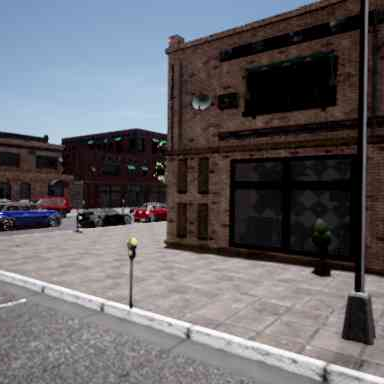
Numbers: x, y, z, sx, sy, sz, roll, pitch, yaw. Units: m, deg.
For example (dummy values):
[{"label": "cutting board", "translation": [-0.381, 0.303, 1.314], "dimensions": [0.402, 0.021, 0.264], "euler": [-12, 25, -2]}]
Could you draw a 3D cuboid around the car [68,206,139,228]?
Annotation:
[{"label": "car", "translation": [-6.331, 1.797, 24.225], "dimensions": [1.947, 1.339, 4.313], "euler": [0, 0, 36]}]

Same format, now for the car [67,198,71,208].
[{"label": "car", "translation": [-13.093, 1.414, 29.169], "dimensions": [2.192, 1.841, 5.009], "euler": [0, 0, 36]}]

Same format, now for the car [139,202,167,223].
[{"label": "car", "translation": [-3.056, 1.724, 28.704], "dimensions": [1.967, 1.590, 4.097], "euler": [0, 0, 36]}]

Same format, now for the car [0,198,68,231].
[{"label": "car", "translation": [-11.044, 1.502, 22.124], "dimensions": [2.097, 1.767, 4.553], "euler": [1, 0, 34]}]

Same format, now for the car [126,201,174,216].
[{"label": "car", "translation": [-4.498, 1.793, 36.539], "dimensions": [2.033, 1.411, 5.357], "euler": [1, 0, 36]}]
